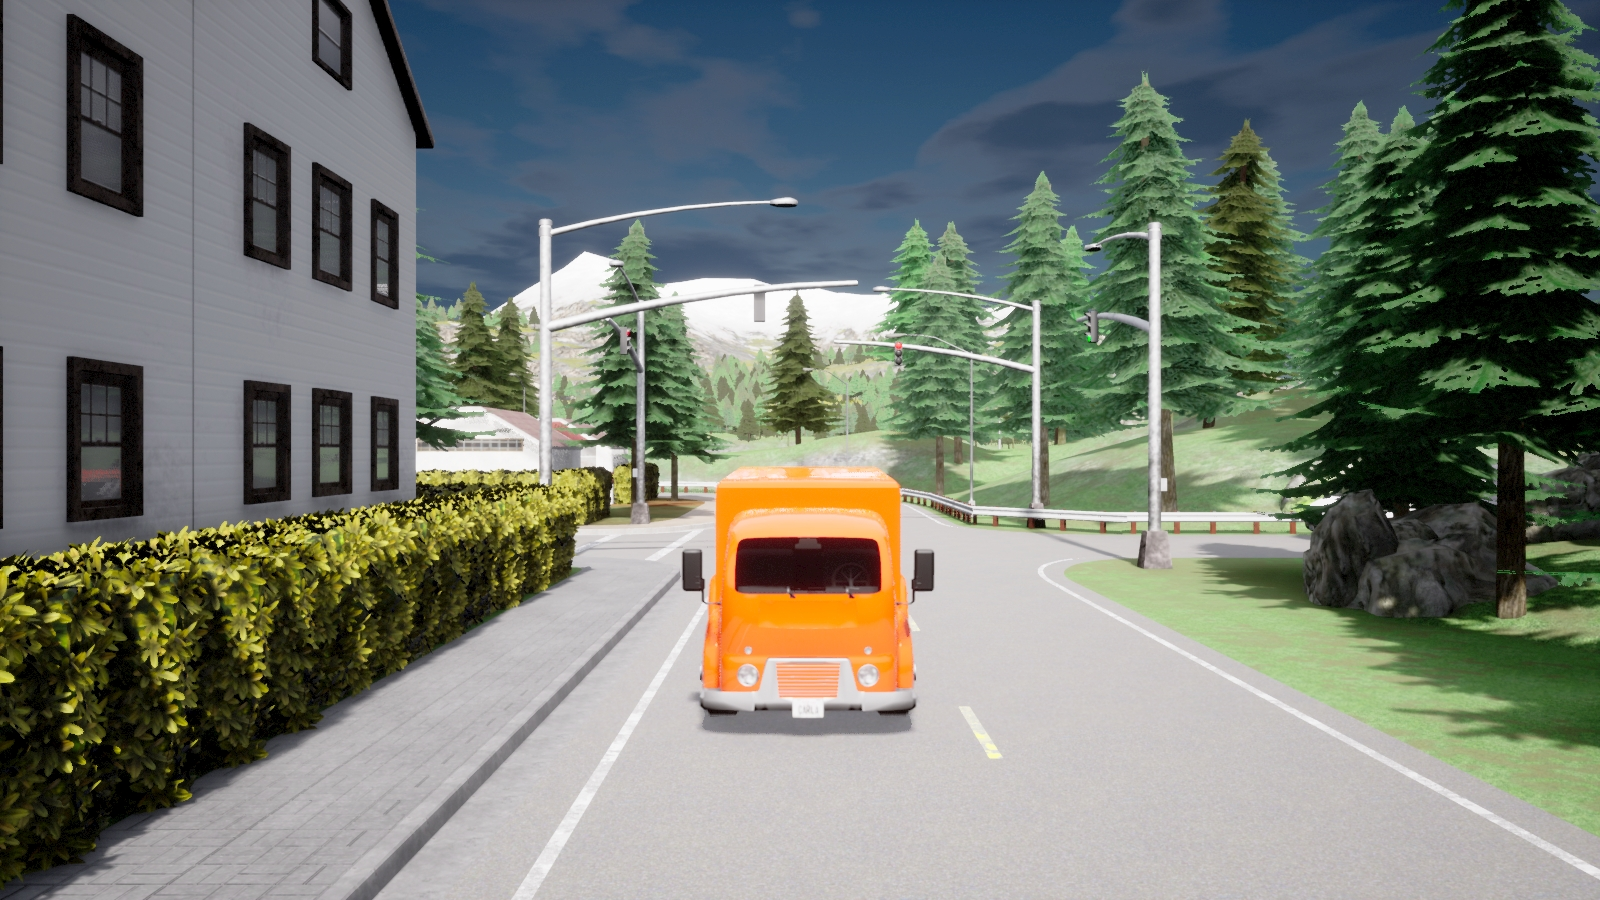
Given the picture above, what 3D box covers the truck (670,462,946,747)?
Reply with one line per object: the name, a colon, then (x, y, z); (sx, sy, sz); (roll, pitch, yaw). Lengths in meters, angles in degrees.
truck: (0.091, 1.514, 13.547); (2.627, 2.467, 5.204); (0, 2, 0)
